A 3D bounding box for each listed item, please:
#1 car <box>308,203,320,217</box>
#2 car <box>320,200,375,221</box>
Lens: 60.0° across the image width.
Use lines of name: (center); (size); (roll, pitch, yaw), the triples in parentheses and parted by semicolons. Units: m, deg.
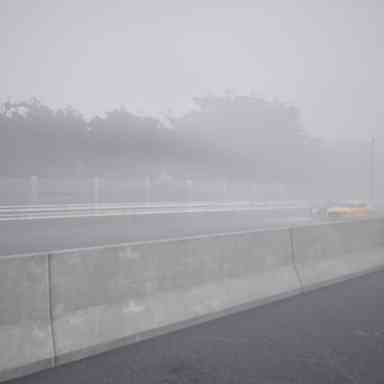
car: (12.792, 1.513, 30.868); (4.902, 1.511, 2.128); (0, 0, -37)
car: (12.610, 1.485, 26.350); (5.008, 1.535, 1.882); (0, 0, -37)
